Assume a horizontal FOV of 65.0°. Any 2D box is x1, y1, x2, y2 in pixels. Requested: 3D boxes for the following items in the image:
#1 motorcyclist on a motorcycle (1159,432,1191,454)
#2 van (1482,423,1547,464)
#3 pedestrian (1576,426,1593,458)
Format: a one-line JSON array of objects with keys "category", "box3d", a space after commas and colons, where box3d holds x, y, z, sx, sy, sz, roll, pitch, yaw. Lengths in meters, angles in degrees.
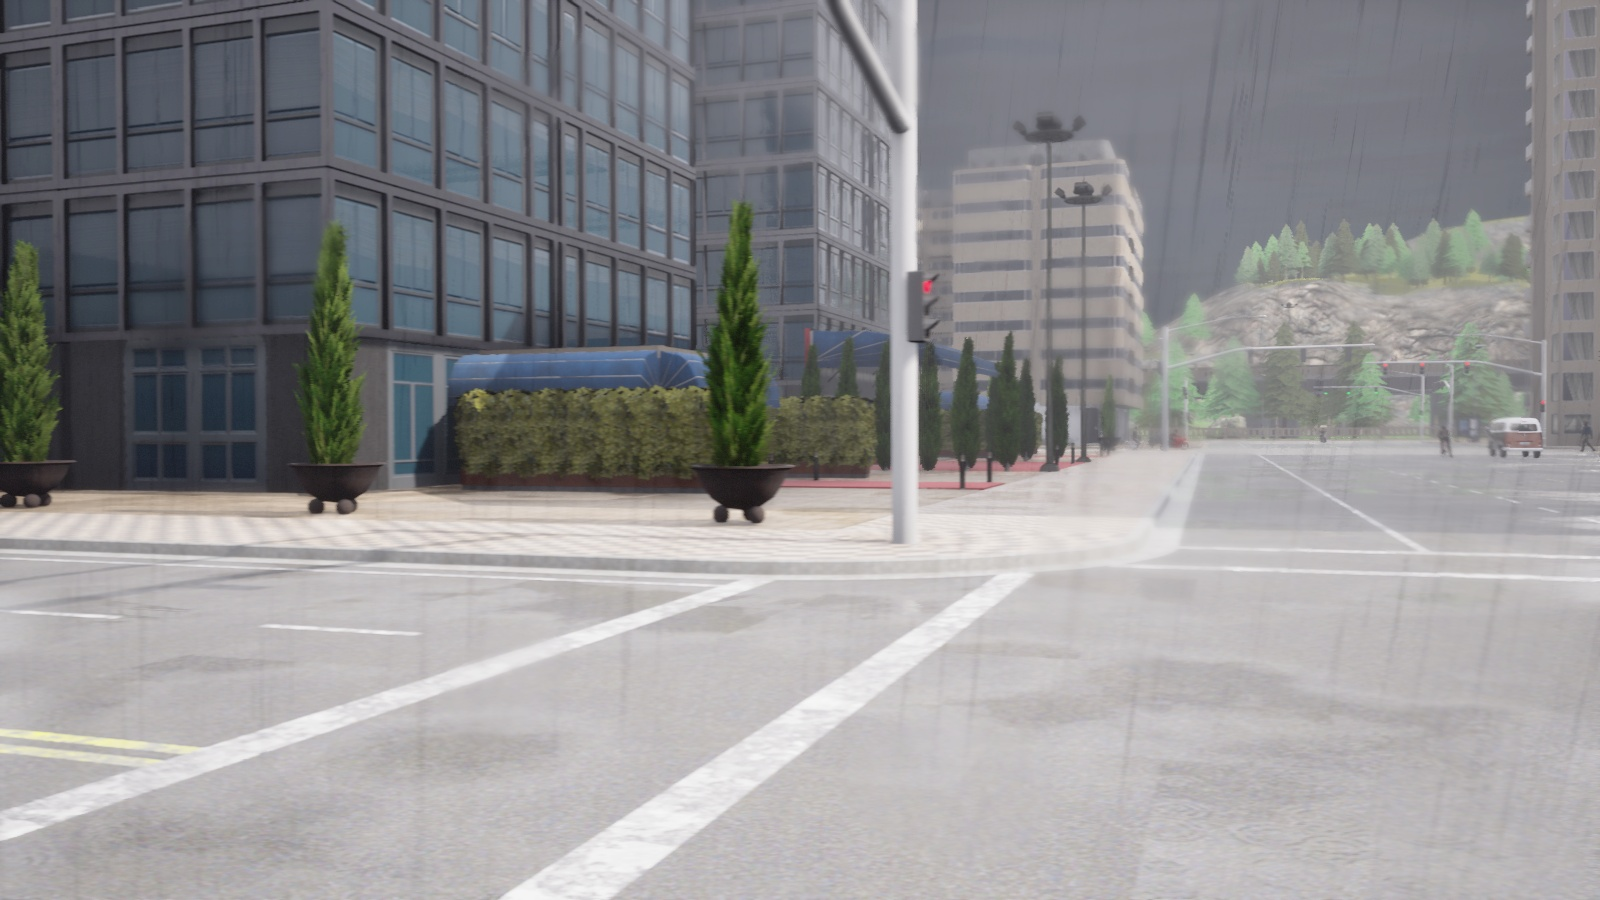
[{"category": "motorcyclist on a motorcycle", "box3d": [26.341, -0.505, 88.286, 2.044, 1.523, 0.797, 0, 0, 10]}, {"category": "van", "box3d": [36.865, -0.353, 64.886, 2.069, 2.038, 4.480, 1, 1, 18]}, {"category": "pedestrian", "box3d": [44.654, -0.468, 71.491, 0.726, 1.835, 0.370, 0, 1, 6]}]
